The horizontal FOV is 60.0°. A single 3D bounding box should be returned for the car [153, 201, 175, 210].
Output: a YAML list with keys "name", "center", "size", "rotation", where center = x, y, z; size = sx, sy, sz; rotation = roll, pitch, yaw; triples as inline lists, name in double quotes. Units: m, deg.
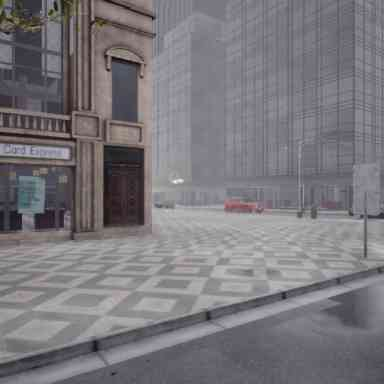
- name: "car"
  center: [-4.789, 2.246, 56.828]
  size: [1.882, 1.535, 5.008]
  rotation: [0, -1, -35]

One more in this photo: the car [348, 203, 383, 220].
- name: "car"
  center: [15.619, 1.690, 27.776]
  size: [2.128, 1.511, 4.902]
  rotation: [0, -1, -36]

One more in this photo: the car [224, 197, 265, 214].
- name: "car"
  center: [6.330, 1.666, 40.918]
  size: [2.150, 2.045, 5.566]
  rotation: [0, -1, -35]
